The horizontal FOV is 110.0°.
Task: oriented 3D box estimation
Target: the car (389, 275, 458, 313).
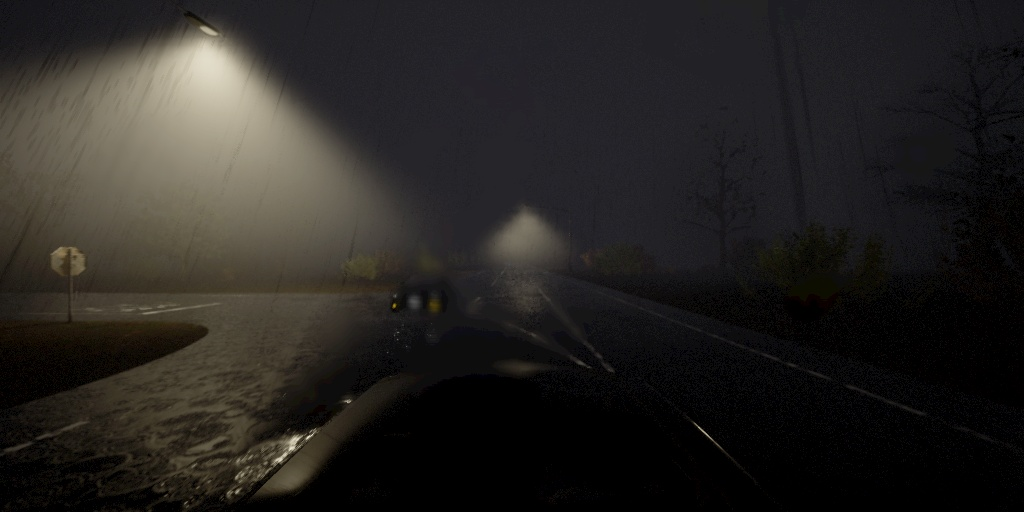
[{"bbox_3d":[-3.420,1.465,14.588,1.994,1.385,4.181,0,-1,0],"label":"car"}]
